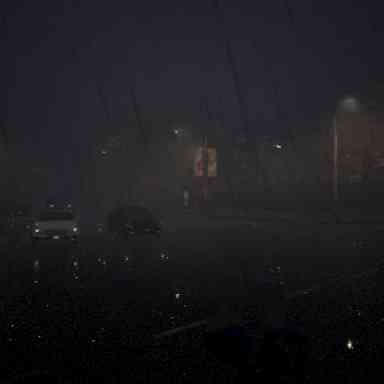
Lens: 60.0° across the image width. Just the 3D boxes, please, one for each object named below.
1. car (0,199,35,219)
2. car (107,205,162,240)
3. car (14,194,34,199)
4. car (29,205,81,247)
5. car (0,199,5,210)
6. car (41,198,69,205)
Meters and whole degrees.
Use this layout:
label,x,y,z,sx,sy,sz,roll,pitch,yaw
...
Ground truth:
label,x,y,z,sx,sy,sz,roll,pitch,yaw
car,-15.725,1.581,29.814,1.994,1.385,4.181,0,0,-36
car,-3.125,1.477,17.402,1.882,1.535,5.008,0,-1,-26
car,-23.682,1.335,46.733,2.150,2.045,5.566,0,0,-36
car,-6.225,1.531,15.357,1.812,1.442,4.674,0,0,-21
car,-26.503,1.674,44.662,1.895,1.301,4.718,0,0,-36
car,-13.320,1.364,32.459,2.097,1.767,4.553,0,0,-36
